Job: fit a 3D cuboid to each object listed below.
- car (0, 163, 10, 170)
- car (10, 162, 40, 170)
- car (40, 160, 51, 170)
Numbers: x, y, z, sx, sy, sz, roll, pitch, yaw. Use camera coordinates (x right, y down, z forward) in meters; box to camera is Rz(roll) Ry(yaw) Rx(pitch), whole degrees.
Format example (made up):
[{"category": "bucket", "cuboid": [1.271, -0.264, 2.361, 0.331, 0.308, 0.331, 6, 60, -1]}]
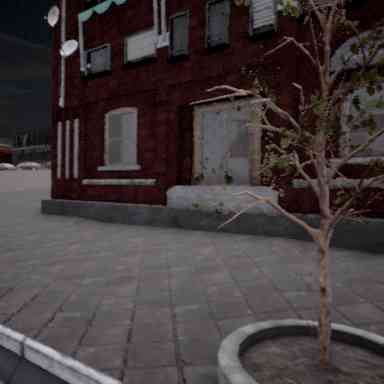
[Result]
[{"category": "car", "cuboid": [-27.127, -3.472, 48.705, 4.674, 1.452, 2.002, 1, 1, 28]}, {"category": "car", "cuboid": [-22.295, -3.406, 46.246, 4.892, 1.521, 2.231, 1, 1, 27]}, {"category": "car", "cuboid": [-17.215, -3.404, 43.803, 4.553, 1.767, 2.185, 1, 1, 26]}]
